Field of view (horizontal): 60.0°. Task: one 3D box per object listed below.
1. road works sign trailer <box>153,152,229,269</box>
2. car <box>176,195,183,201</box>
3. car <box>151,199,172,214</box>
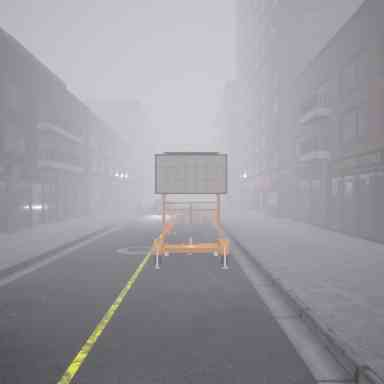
[{"bbox_3d":[-0.029,0.467,11.182,2.380,3.560,2.880,0,0,0],"label":"road works sign trailer"},{"bbox_3d":[-3.286,1.576,88.030,2.128,1.511,4.902,0,0,0],"label":"car"},{"bbox_3d":[-3.216,1.509,35.810,2.128,1.511,4.902,0,0,0],"label":"car"}]
